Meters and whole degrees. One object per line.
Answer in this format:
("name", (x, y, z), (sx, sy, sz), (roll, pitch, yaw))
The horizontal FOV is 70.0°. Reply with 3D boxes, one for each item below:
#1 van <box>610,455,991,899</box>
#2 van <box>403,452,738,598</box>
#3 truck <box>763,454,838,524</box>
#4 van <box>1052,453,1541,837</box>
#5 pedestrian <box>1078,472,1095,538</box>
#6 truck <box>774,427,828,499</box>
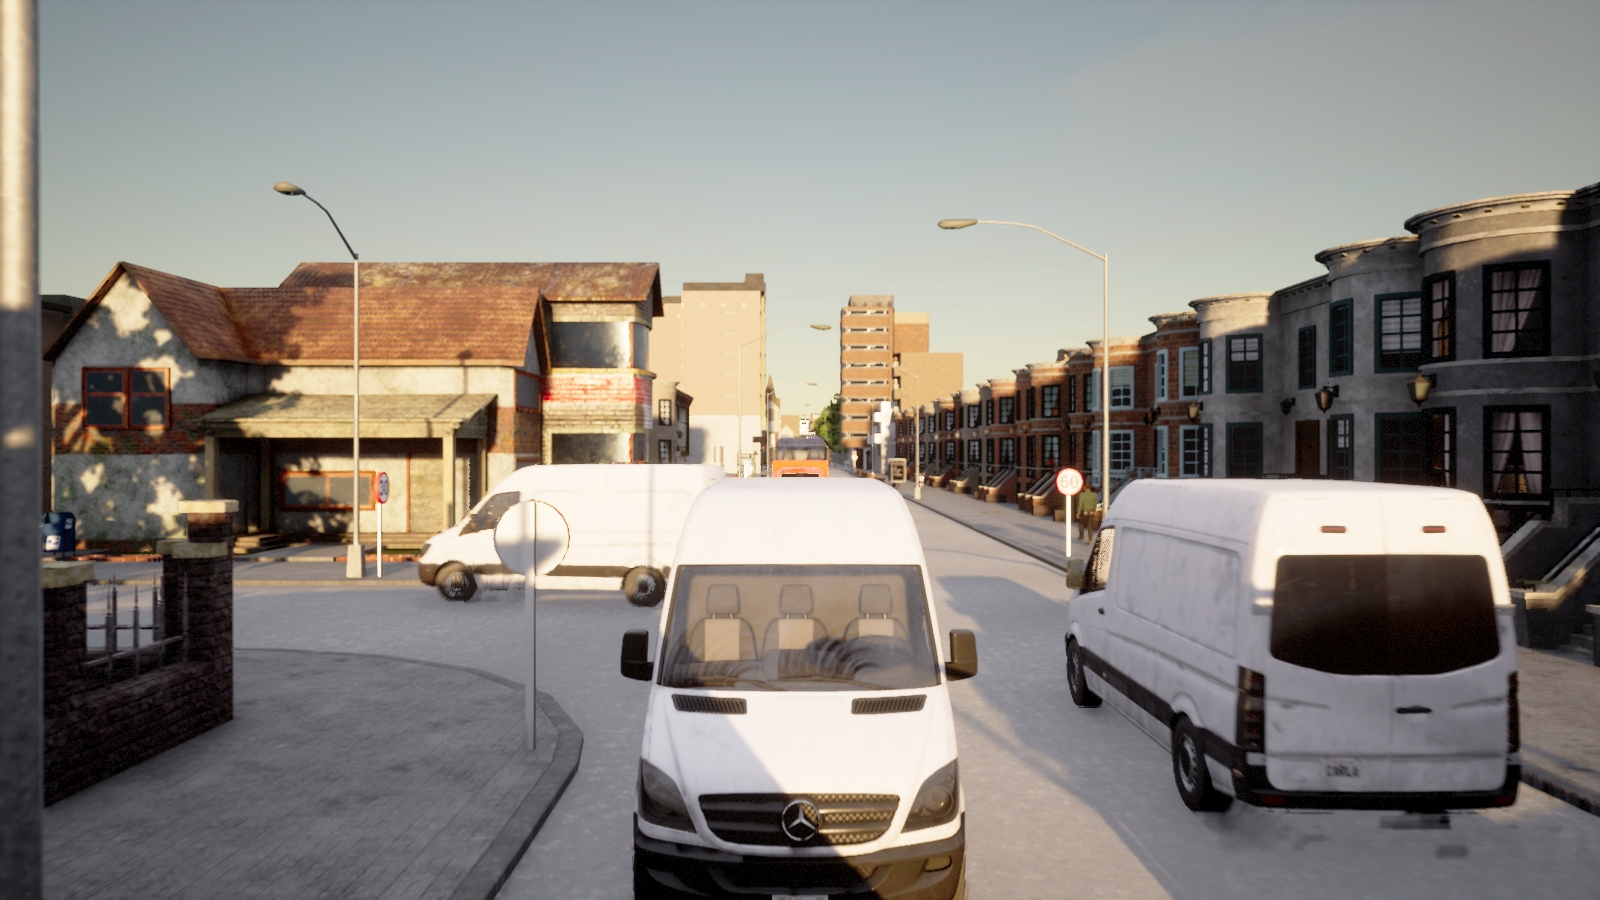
("van", (0.000, 1.323, 8.926), (1.988, 2.561, 5.915), (0, 0, 0))
("van", (-4.287, 1.331, 21.633), (5.915, 2.561, 1.988), (0, -1, 11))
("truck", (0.010, 1.380, 42.719), (2.627, 2.467, 5.204), (0, 0, 0))
("van", (4.002, 1.324, 10.660), (1.988, 2.561, 5.915), (0, 0, 0))
("pedestrian", (8.157, 1.550, 32.560), (0.375, 1.860, 0.375), (0, 0, -1))
("truck", (0.030, 0.714, 64.699), (2.891, 3.827, 8.468), (0, 0, 0))
